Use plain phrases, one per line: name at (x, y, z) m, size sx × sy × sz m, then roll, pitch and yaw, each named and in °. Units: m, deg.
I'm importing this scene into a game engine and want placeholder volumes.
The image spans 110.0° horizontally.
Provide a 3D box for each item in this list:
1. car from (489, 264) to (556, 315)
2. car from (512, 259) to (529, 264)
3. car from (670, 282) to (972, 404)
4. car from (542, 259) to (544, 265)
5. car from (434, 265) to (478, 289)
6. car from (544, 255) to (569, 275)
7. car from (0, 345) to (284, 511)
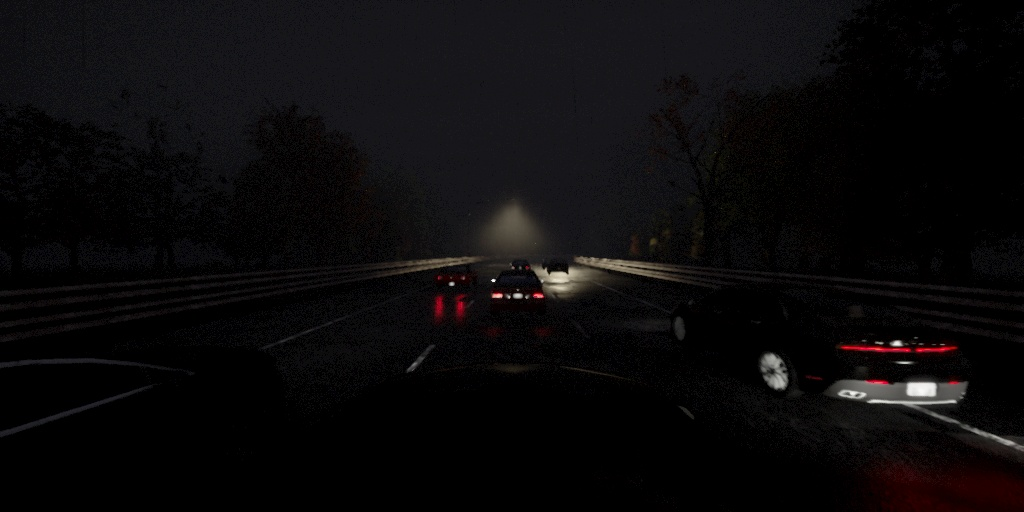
car at (0.214, 1.191, 13.011) m, size 2.033 × 1.411 × 5.357 m, roll 0°, pitch 1°, yaw 1°
car at (0.789, 1.011, 32.799) m, size 2.033 × 1.411 × 5.357 m, roll 0°, pitch 0°, yaw 2°
car at (4.568, 1.214, 6.402) m, size 1.837 × 1.490 × 4.892 m, roll 0°, pitch 1°, yaw 0°
car at (4.858, 0.920, 45.809) m, size 1.994 × 1.385 × 4.181 m, roll 0°, pitch 1°, yaw 4°
car at (-3.111, 1.167, 21.121) m, size 1.895 × 1.301 × 4.718 m, roll 0°, pitch 1°, yaw 1°
car at (4.336, 0.930, 34.401) m, size 1.882 × 1.535 × 5.008 m, roll 0°, pitch 1°, yaw 3°
car at (-3.382, 1.237, 1.907) m, size 2.128 × 1.511 × 4.902 m, roll 0°, pitch 1°, yaw 0°
